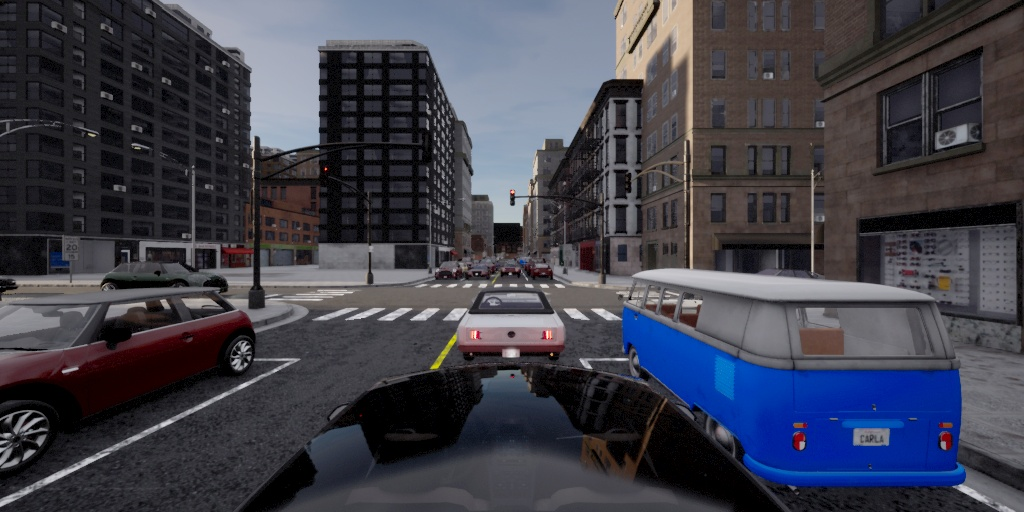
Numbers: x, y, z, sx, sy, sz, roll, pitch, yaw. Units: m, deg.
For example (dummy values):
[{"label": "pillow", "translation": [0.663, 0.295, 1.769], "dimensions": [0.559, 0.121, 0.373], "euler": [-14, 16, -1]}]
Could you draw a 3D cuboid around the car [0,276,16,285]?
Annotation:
[{"label": "car", "translation": [-26.610, 1.158, 16.627], "dimensions": [5.357, 1.411, 2.033], "euler": [0, 0, 0]}]

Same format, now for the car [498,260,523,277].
[{"label": "car", "translation": [-0.096, 1.349, 35.459], "dimensions": [1.895, 1.301, 4.718], "euler": [0, 0, 1]}]

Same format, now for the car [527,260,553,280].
[{"label": "car", "translation": [2.557, 1.294, 31.359], "dimensions": [1.888, 1.381, 4.507], "euler": [0, 0, 0]}]

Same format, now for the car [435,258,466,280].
[{"label": "car", "translation": [-5.468, 1.188, 31.337], "dimensions": [1.967, 1.591, 4.097], "euler": [0, 0, 0]}]

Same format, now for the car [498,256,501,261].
[{"label": "car", "translation": [-2.967, 1.099, 49.011], "dimensions": [2.097, 1.767, 4.553], "euler": [0, 0, 0]}]

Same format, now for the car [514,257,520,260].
[{"label": "car", "translation": [-0.075, 1.306, 63.547], "dimensions": [1.994, 1.385, 4.181], "euler": [0, 0, 0]}]

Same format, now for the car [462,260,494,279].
[{"label": "car", "translation": [-2.932, 1.313, 31.516], "dimensions": [1.994, 1.385, 4.181], "euler": [0, 0, -1]}]

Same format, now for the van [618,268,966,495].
[{"label": "van", "translation": [2.632, 1.091, 4.479], "dimensions": [1.690, 1.789, 3.998], "euler": [0, 0, 0]}]

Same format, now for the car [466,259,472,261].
[{"label": "car", "translation": [-5.483, 1.274, 36.576], "dimensions": [1.751, 1.417, 4.829], "euler": [0, 0, 0]}]

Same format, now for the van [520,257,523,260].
[{"label": "van", "translation": [2.496, 1.086, 52.998], "dimensions": [1.690, 1.789, 3.998], "euler": [0, 0, 0]}]

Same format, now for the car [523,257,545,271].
[{"label": "car", "translation": [2.542, 1.063, 36.768], "dimensions": [2.192, 1.841, 5.009], "euler": [0, 0, 0]}]

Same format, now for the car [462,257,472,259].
[{"label": "car", "translation": [-5.498, 1.062, 42.155], "dimensions": [2.192, 1.841, 5.009], "euler": [0, 0, 0]}]

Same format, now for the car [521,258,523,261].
[{"label": "car", "translation": [2.512, 1.292, 47.588], "dimensions": [1.888, 1.381, 4.507], "euler": [0, 0, 0]}]

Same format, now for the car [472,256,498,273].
[{"label": "car", "translation": [-2.938, 1.100, 40.136], "dimensions": [2.097, 1.767, 4.553], "euler": [0, 0, 0]}]

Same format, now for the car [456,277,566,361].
[{"label": "car", "translation": [-0.016, 1.351, 8.260], "dimensions": [1.895, 1.301, 4.718], "euler": [0, 0, 0]}]

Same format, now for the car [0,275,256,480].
[{"label": "car", "translation": [-5.393, 1.190, 4.457], "dimensions": [1.967, 1.591, 4.097], "euler": [0, 0, 0]}]

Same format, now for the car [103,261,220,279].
[{"label": "car", "translation": [-15.961, 1.023, 16.664], "dimensions": [4.553, 1.767, 2.097], "euler": [0, 0, 0]}]
